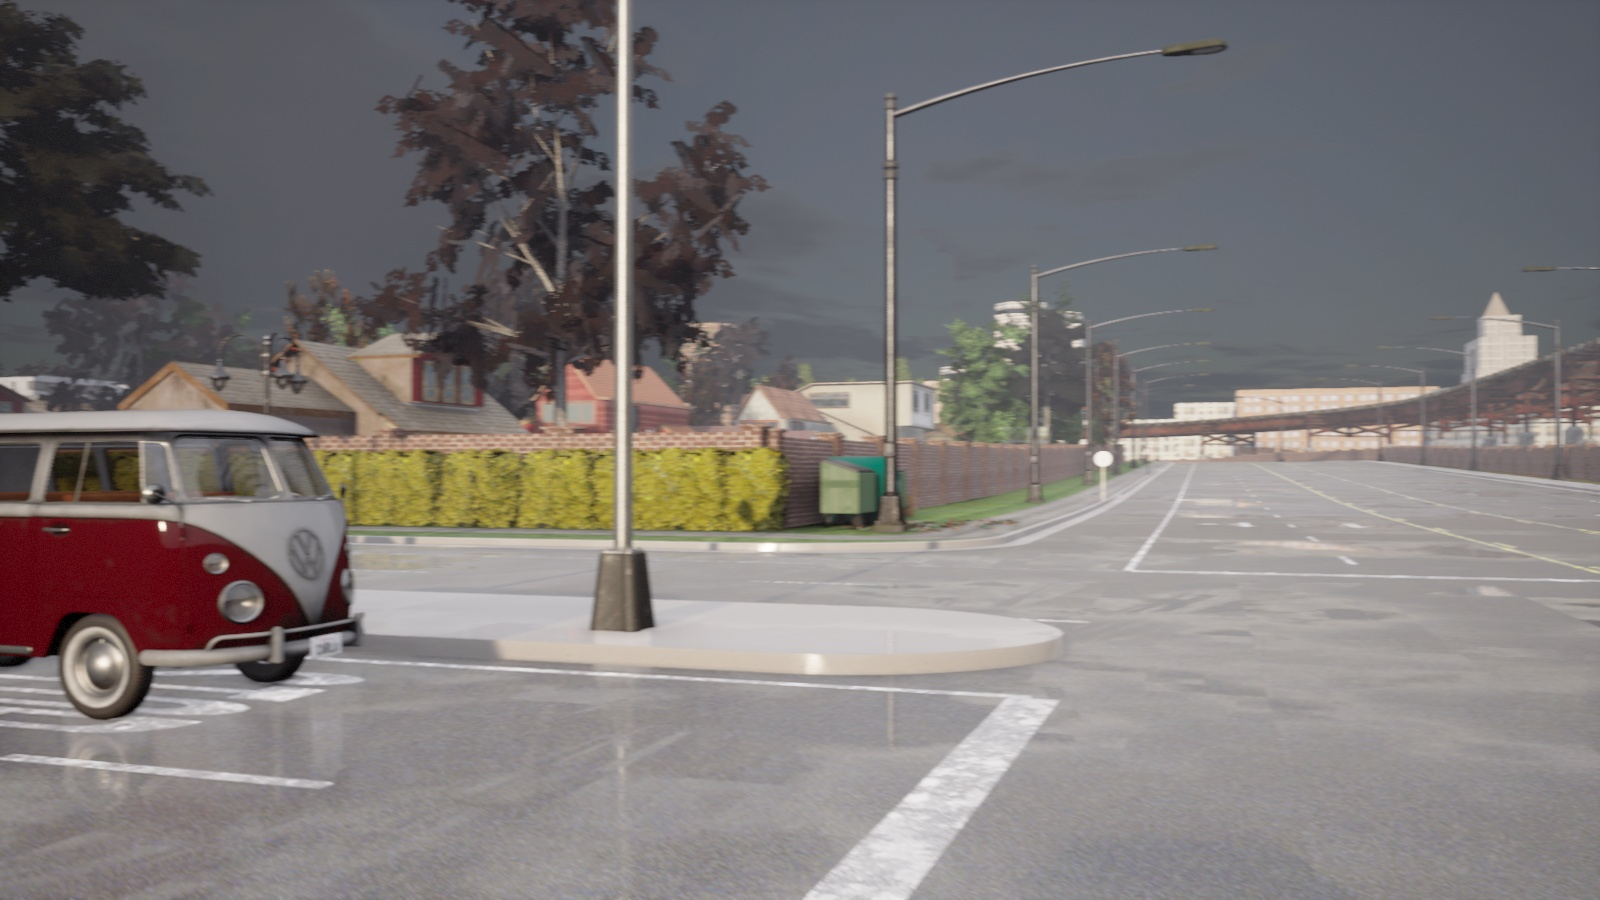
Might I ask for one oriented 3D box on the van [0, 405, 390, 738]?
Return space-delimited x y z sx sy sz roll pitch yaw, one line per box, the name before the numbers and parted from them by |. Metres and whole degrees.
van | -5.392 0.765 9.018 4.442 1.987 1.775 -1 -1 17
